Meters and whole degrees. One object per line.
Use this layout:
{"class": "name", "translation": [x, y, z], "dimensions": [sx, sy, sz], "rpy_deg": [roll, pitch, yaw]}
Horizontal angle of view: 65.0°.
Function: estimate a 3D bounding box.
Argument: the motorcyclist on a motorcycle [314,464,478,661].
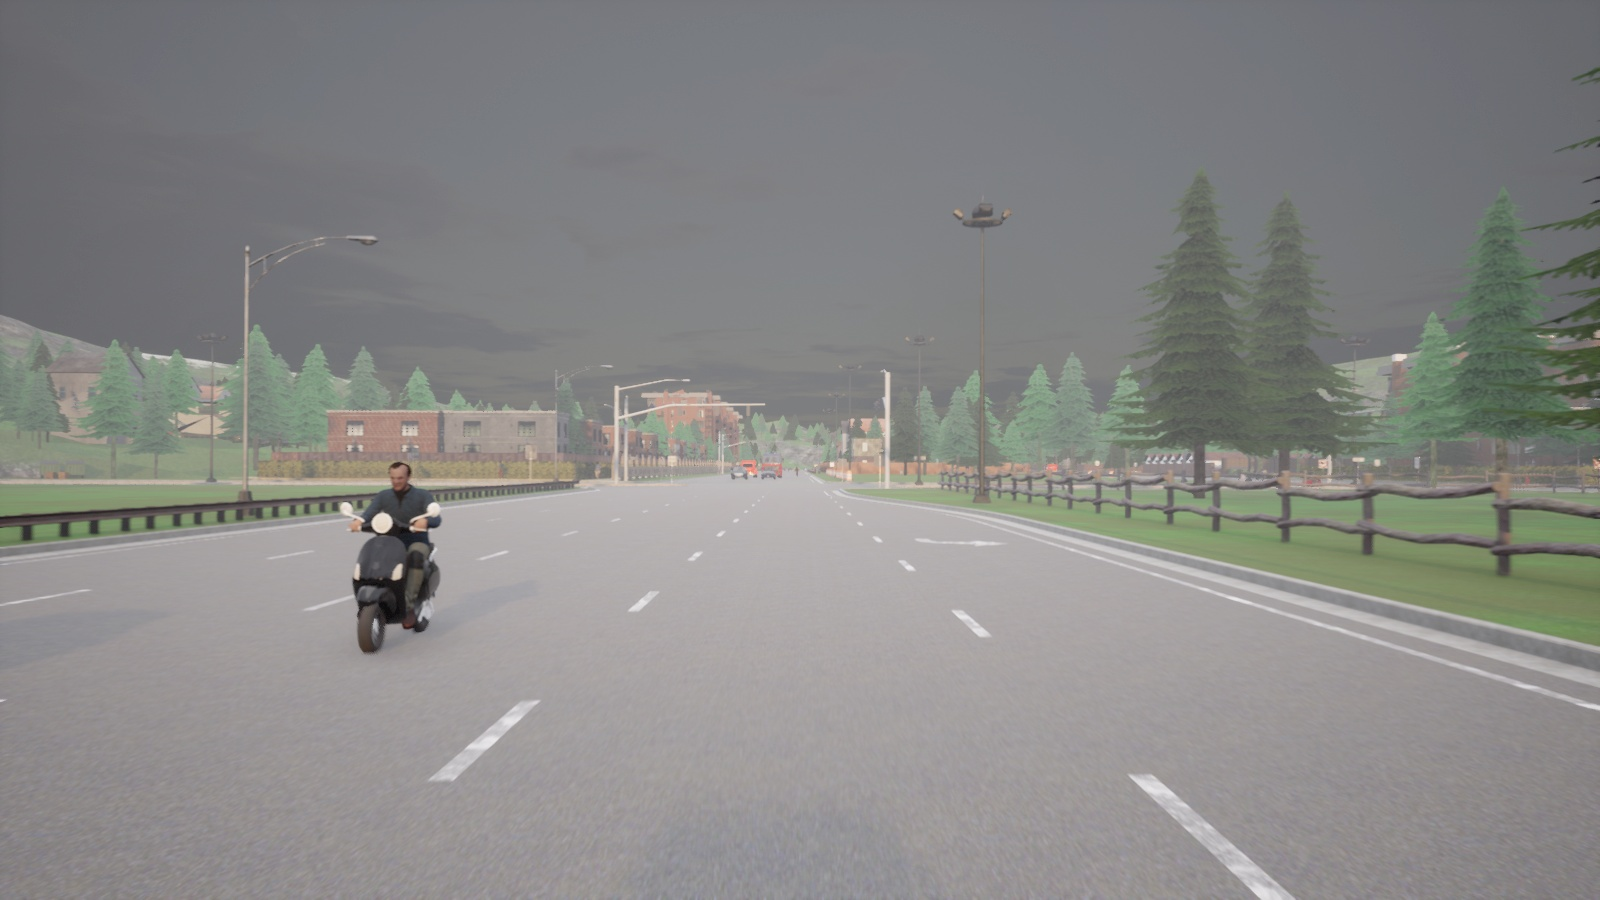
{"class": "motorcyclist on a motorcycle", "translation": [-3.527, 0.927, 11.146], "dimensions": [0.866, 1.590, 1.817], "rpy_deg": [0, 0, 0]}
